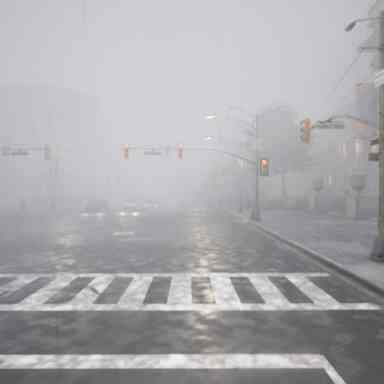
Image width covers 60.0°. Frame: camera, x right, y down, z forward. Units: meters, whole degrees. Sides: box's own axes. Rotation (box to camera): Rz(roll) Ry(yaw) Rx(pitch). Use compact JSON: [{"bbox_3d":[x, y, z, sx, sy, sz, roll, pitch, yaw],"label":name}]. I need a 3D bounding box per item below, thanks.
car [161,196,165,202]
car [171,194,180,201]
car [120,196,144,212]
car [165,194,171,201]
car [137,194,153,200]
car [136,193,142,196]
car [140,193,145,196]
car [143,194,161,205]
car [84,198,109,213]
[{"bbox_3d":[-7.623,1.500,73.780,1.882,1.535,5.008,0,0,-7],"label":"car"},{"bbox_3d":[-5.083,1.382,88.345,2.097,1.767,4.553,0,0,-29],"label":"car"},{"bbox_3d":[-7.167,1.538,39.121,1.812,1.442,4.674,0,0,0],"label":"car"},{"bbox_3d":[-7.734,1.621,85.855,1.895,1.301,4.718,0,0,-25],"label":"car"},{"bbox_3d":[-13.298,1.456,94.470,1.882,1.535,5.008,0,0,-43],"label":"car"},{"bbox_3d":[-10.699,1.496,59.130,1.882,1.535,5.008,0,0,0],"label":"car"},{"bbox_3d":[-11.046,1.248,72.963,2.150,2.045,5.566,0,0,-7],"label":"car"},{"bbox_3d":[-7.204,1.496,60.051,1.882,1.535,5.008,0,0,0],"label":"car"},{"bbox_3d":[-10.668,1.516,37.503,1.837,1.490,4.892,0,0,0],"label":"car"}]
